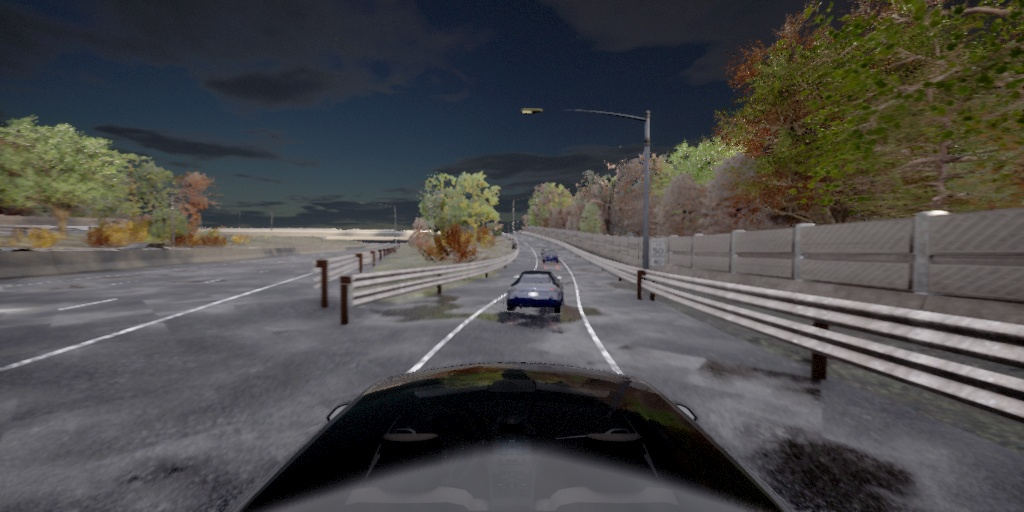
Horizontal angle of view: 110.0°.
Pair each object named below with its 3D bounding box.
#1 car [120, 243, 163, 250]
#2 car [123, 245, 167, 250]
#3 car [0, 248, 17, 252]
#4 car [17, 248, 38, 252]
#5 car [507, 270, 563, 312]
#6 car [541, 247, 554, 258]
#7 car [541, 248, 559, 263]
[{"bbox_3d":[-42.129,-0.487,40.956,2.150,2.045,5.566,0,1,-17],"label":"car"},{"bbox_3d":[-37.470,-0.098,37.563,1.837,1.490,4.892,0,1,-17],"label":"car"},{"bbox_3d":[-32.249,0.214,20.483,2.097,1.767,4.553,0,2,-17],"label":"car"},{"bbox_3d":[-42.598,0.067,30.368,1.837,1.490,4.892,0,2,-17],"label":"car"},{"bbox_3d":[1.002,1.257,14.153,1.994,1.385,4.181,1,0,8],"label":"car"},{"bbox_3d":[5.655,-0.618,58.060,1.812,1.442,4.674,0,5,2],"label":"car"},{"bbox_3d":[5.084,-0.041,47.910,2.097,1.767,4.553,0,4,3],"label":"car"}]
